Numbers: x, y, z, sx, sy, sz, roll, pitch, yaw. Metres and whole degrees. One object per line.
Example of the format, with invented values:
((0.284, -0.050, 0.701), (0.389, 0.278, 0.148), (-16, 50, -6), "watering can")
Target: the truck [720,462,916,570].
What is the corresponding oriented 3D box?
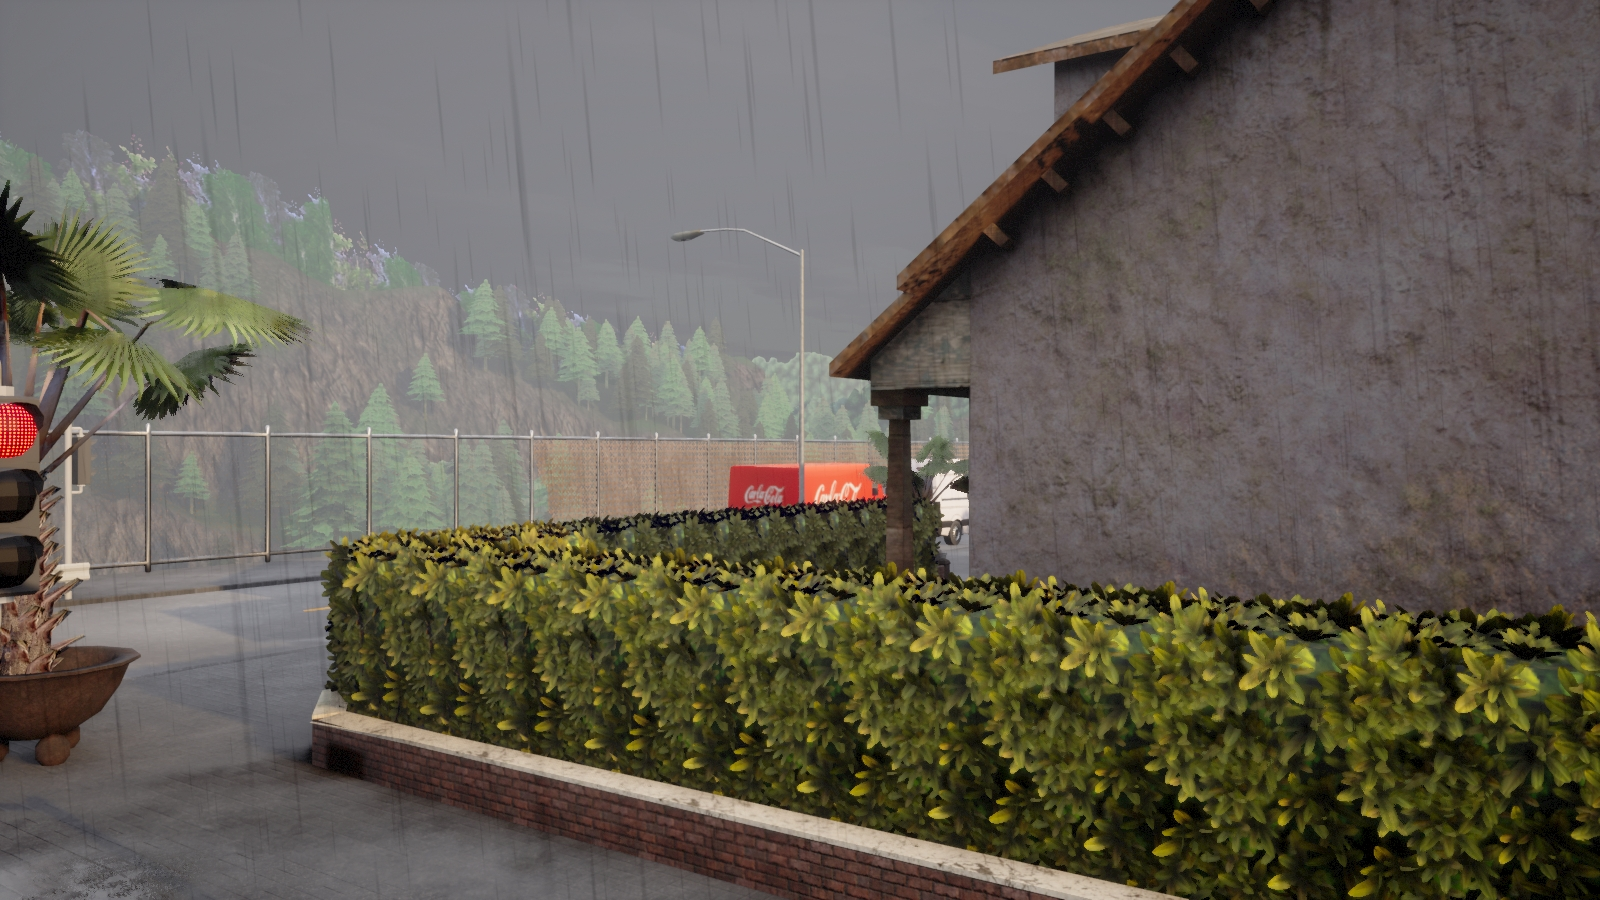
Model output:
((0.584, 1.568, 29.600), (2.627, 2.467, 5.204), (0, 0, 35), "truck")
